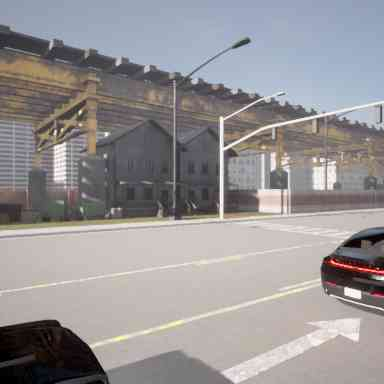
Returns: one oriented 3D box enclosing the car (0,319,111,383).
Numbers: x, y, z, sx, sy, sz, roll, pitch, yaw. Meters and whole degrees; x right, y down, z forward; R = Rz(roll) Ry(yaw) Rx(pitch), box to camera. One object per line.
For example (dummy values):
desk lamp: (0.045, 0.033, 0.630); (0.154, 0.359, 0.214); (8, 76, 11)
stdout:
car: (-2.769, 1.601, 1.774); (4.718, 1.301, 1.895); (0, 0, -35)

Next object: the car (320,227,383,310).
car: (4.764, 1.505, 7.162); (4.892, 1.490, 1.837); (0, 0, -35)
